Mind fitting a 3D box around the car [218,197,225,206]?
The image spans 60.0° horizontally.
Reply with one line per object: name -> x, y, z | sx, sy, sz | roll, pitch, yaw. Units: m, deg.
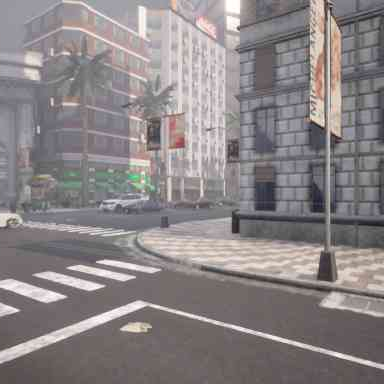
car -> 4.926, 1.491, 53.578 | 4.902, 1.511, 2.128 | 0, 0, -44

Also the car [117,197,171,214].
car -> -5.014, 1.547, 35.625 | 2.033, 1.411, 5.357 | 0, 0, 36

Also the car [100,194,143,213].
car -> -7.728, 1.221, 37.819 | 2.150, 2.045, 5.566 | 0, 0, 36

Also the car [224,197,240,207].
car -> 7.483, 1.564, 51.198 | 4.181, 1.385, 1.994 | 0, 0, -43

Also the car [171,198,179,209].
car -> -1.727, 1.526, 45.821 | 1.812, 1.442, 4.674 | 0, 0, 37

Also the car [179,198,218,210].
car -> 0.951, 1.478, 43.602 | 1.882, 1.535, 5.008 | 0, 0, 38

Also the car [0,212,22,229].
car -> -12.358, 1.526, 19.214 | 1.812, 1.442, 4.674 | 0, 0, 36
